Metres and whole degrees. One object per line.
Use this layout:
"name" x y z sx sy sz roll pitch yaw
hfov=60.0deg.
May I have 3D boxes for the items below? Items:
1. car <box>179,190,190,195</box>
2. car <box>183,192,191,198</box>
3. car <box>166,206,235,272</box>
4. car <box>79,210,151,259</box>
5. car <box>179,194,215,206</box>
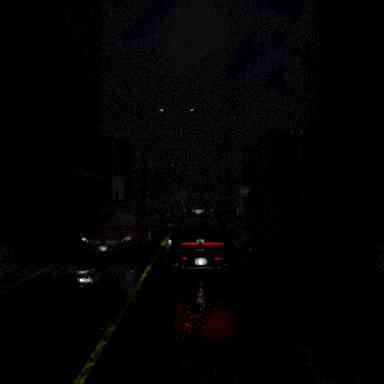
"car" -1.425 0.912 71.563 2.128 1.511 4.902 0 1 1
"car" -1.206 0.770 87.086 2.033 1.411 5.357 0 1 1
"car" 0.252 1.431 10.563 1.837 1.490 4.892 0 1 1
"car" -2.655 1.433 12.420 1.812 1.442 4.674 0 0 1
"car" 0.427 1.192 21.316 2.097 1.767 4.553 0 0 1
